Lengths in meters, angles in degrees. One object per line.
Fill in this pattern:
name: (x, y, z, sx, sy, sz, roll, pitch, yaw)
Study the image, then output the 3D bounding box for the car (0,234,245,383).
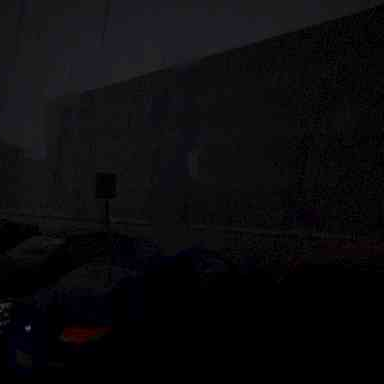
car: (-0.367, 1.515, 5.249, 2.002, 1.452, 4.674, 0, 0, 35)

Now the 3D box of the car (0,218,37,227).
car: (-7.267, 1.457, 10.172, 2.097, 1.535, 5.008, 0, 0, 35)

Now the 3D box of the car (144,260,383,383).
car: (1.954, 1.509, 3.635, 2.163, 1.488, 4.792, 0, 0, 35)

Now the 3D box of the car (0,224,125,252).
car: (-2.666, 1.510, 6.892, 2.002, 1.452, 4.674, 0, 0, 35)
